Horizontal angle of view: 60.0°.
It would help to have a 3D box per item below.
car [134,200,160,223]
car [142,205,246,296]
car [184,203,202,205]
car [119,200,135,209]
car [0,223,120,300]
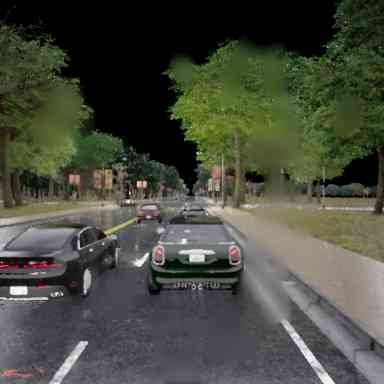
[{"bbox_3d":[-3.175,1.649,26.607,1.812,1.442,4.674,0,0,0],"label":"car"},{"bbox_3d":[0.093,1.390,8.935,2.097,1.767,4.553,0,0,0],"label":"car"},{"bbox_3d":[0.076,1.609,25.160,2.128,1.511,4.902,0,0,0],"label":"car"},{"bbox_3d":[-9.802,1.861,51.031,1.895,1.301,4.718,0,0,0],"label":"car"},{"bbox_3d":[-3.157,1.543,8.489,1.837,1.490,4.892,0,0,0],"label":"car"}]
